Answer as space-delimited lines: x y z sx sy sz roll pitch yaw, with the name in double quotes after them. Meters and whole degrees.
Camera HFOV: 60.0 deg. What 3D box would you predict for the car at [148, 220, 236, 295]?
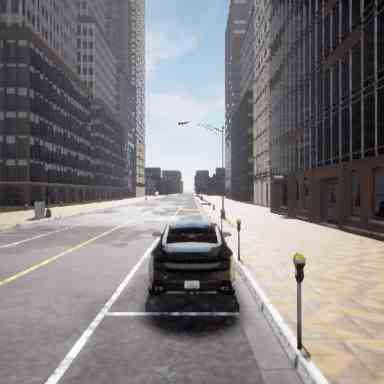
0.000 1.491 8.649 1.837 1.490 4.892 0 0 0 "car"
